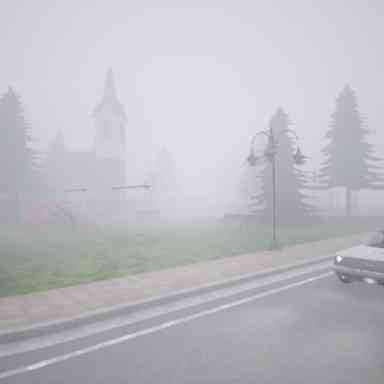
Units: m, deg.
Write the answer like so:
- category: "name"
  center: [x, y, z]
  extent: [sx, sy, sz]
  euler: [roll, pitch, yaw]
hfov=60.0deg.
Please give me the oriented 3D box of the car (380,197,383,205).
- category: "car"
  center: [39.937, 1.968, 65.446]
  extent: [1.970, 1.475, 3.806]
  euler: [0, -1, -40]

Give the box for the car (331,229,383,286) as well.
- category: "car"
  center: [5.651, 1.680, 8.856]
  extent: [4.718, 1.301, 1.895]
  euler: [0, -1, -40]

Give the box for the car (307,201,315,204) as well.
- category: "car"
  center: [25.662, 2.261, 77.755]
  extent: [2.007, 1.523, 4.514]
  euler: [0, -1, -40]

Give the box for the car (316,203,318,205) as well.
- category: "car"
  center: [28.027, 2.258, 79.816]
  extent: [2.152, 1.636, 5.027]
  euler: [0, -1, -40]

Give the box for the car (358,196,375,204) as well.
- category: "car"
  center: [42.031, 2.125, 81.578]
  extent: [1.845, 1.501, 3.633]
  euler: [0, -1, -40]
